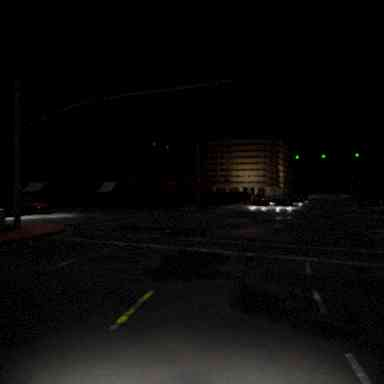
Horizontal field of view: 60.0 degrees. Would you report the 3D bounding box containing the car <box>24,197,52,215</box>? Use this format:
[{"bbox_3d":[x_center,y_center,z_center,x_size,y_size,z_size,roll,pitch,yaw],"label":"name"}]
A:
[{"bbox_3d":[-15.268,1.220,30.762,5.008,1.535,1.882,1,1,23],"label":"car"}]

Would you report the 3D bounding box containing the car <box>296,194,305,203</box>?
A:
[{"bbox_3d":[19.041,1.177,60.715,1.882,1.535,5.008,1,1,23],"label":"car"}]

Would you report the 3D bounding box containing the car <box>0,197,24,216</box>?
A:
[{"bbox_3d":[-16.627,1.261,27.535,4.892,1.490,1.837,1,0,23],"label":"car"}]

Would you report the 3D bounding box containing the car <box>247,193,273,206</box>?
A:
[{"bbox_3d":[9.812,1.081,48.014,2.097,1.767,4.553,1,0,23],"label":"car"}]

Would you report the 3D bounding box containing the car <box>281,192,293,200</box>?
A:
[{"bbox_3d":[21.846,0.949,76.267,2.097,1.767,4.553,1,0,23],"label":"car"}]

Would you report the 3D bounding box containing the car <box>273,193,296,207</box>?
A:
[{"bbox_3d":[12.962,1.285,46.483,1.812,1.442,4.674,1,1,23],"label":"car"}]

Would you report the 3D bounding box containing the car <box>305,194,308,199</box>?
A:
[{"bbox_3d":[25.056,1.102,74.877,1.882,1.535,5.008,1,0,23],"label":"car"}]
